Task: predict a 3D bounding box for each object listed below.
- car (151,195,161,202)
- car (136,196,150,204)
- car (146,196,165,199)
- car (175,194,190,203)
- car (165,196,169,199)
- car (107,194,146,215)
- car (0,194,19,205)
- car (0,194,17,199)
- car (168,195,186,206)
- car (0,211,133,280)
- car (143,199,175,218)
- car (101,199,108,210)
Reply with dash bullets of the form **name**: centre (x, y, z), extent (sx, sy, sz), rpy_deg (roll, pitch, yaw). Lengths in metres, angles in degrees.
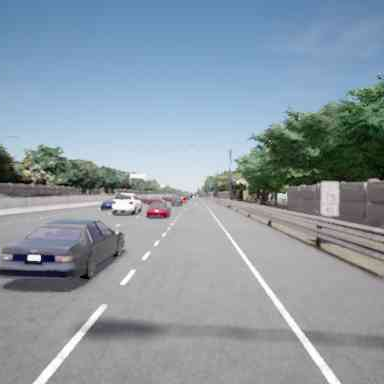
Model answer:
- **car**: centre (-9.298, 1.677, 86.379), extent (1.882, 1.535, 5.008), rpy_deg (2, 0, 1)
- **car**: centre (-9.553, 1.581, 65.098), extent (1.812, 1.442, 4.674), rpy_deg (2, 0, 1)
- **car**: centre (-6.168, 1.573, 55.700), extent (1.882, 1.535, 5.008), rpy_deg (2, 0, 1)
- **car**: centre (-2.356, 1.585, 81.181), extent (2.150, 2.045, 5.566), rpy_deg (2, 0, 1)
- **car**: centre (-5.831, 1.757, 83.760), extent (1.882, 1.535, 5.008), rpy_deg (2, 0, 1)
- **car**: centre (-6.472, 1.194, 33.655), extent (2.150, 2.045, 5.566), rpy_deg (2, 0, 1)
- **car**: centre (-27.270, 1.060, 47.833), extent (2.033, 1.411, 5.357), rpy_deg (2, 0, 1)
- **car**: centre (-20.484, 1.141, 36.546), extent (2.033, 1.411, 5.357), rpy_deg (2, 0, 1)
- **car**: centre (-2.617, 1.710, 59.880), extent (2.128, 1.511, 4.902), rpy_deg (2, 0, 1)
- **car**: centre (-3.390, 1.497, 9.749), extent (2.033, 1.411, 5.357), rpy_deg (2, 0, 1)
- **car**: centre (-3.026, 1.621, 30.988), extent (1.994, 1.385, 4.181), rpy_deg (2, 0, 1)
- **car**: centre (-9.867, 1.478, 41.314), extent (1.994, 1.385, 4.181), rpy_deg (2, 0, 1)
